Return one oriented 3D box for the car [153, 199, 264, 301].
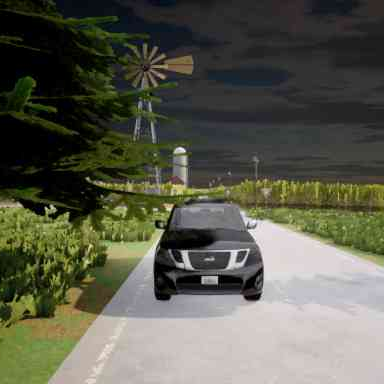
[{"bbox_3d":[0.334,1.221,8.702,2.150,2.045,5.566,0,0,0],"label":"car"}]
